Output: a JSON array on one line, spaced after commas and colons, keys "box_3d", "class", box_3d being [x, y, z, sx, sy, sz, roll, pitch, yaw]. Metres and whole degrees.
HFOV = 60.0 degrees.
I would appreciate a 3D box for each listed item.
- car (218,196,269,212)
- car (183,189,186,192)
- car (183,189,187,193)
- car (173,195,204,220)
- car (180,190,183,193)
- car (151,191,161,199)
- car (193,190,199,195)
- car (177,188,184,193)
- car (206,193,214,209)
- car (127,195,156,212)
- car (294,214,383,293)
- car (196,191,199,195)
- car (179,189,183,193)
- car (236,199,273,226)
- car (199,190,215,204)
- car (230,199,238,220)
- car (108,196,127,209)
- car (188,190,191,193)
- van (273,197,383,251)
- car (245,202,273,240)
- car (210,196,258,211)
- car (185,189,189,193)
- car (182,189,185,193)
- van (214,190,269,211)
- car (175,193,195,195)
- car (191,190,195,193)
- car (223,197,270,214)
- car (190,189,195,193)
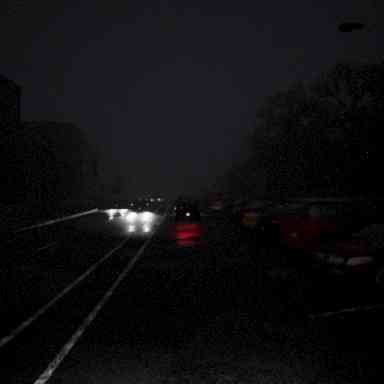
[{"box_3d": [4.831, 1.254, 26.280, 4.674, 1.452, 2.002, 0, 0, -22], "class": "car"}, {"box_3d": [1.175, 0.710, 79.691, 5.366, 1.575, 1.946, 0, 0, -26], "class": "car"}, {"box_3d": [1.314, 0.733, 76.654, 5.008, 1.535, 2.097, 0, 0, -26], "class": "car"}, {"box_3d": [-0.359, 1.251, 24.980, 1.837, 1.490, 4.892, 0, 0, -2], "class": "car"}, {"box_3d": [0.344, 0.667, 85.513, 5.008, 1.535, 2.097, 0, 0, -27], "class": "car"}, {"box_3d": [-7.980, 0.608, 74.481, 2.097, 1.767, 4.553, 0, 0, -6], "class": "car"}, {"box_3d": [3.154, 0.929, 55.926, 4.792, 1.488, 2.163, 0, 1, -24], "class": "car"}, {"box_3d": [-0.332, 0.348, 91.431, 5.566, 2.045, 2.435, 0, 1, -27], "class": "car"}, {"box_3d": [4.427, 1.140, 32.142, 5.366, 1.575, 1.946, 0, 1, -23], "class": "car"}, {"box_3d": [-5.063, 1.249, 33.823, 1.895, 1.301, 4.718, 0, 1, -3], "class": "car"}, {"box_3d": [5.254, 1.450, 8.499, 4.674, 1.452, 2.002, 1, 1, -21], "class": "car"}, {"box_3d": [3.618, 0.957, 50.009, 4.892, 1.521, 2.231, 0, 1, -24], "class": "car"}, {"box_3d": [0.010, 0.640, 88.463, 4.892, 1.521, 2.231, 0, 1, -27], "class": "car"}, {"box_3d": [5.271, 1.317, 17.479, 5.366, 1.575, 1.946, 1, 0, -22], "class": "car"}, {"box_3d": [4.186, 0.795, 41.129, 5.566, 2.045, 2.435, 1, 0, -23], "class": "car"}, {"box_3d": [5.012, 1.325, 20.381, 4.674, 1.452, 2.002, 1, 0, -22], "class": "car"}, {"box_3d": [-8.028, 1.180, 37.071, 1.994, 1.385, 4.181, 0, 1, -3], "class": "car"}, {"box_3d": [2.464, 0.824, 64.820, 5.008, 1.535, 2.097, 0, 1, -25], "class": "car"}, {"box_3d": [5.323, 1.156, 11.515, 4.442, 1.987, 1.878, 1, 0, -21], "class": "van"}, {"box_3d": [5.155, 1.350, 14.442, 5.008, 1.535, 2.097, 1, 0, -21], "class": "car"}, {"box_3d": [4.464, 1.151, 35.183, 4.674, 1.452, 2.002, 0, 1, -23], "class": "car"}, {"box_3d": [1.631, 0.756, 73.692, 5.008, 1.535, 2.097, 0, 1, -26], "class": "car"}, {"box_3d": [0.714, 0.564, 82.568, 4.553, 1.767, 2.185, 0, 1, -26], "class": "car"}, {"box_3d": [4.618, 0.952, 29.197, 4.442, 1.987, 1.878, 0, 1, -22], "class": "van"}, {"box_3d": [-1.100, 1.128, 41.217, 1.994, 1.385, 4.181, 0, 1, -3], "class": "car"}, {"box_3d": [2.946, 0.873, 58.902, 5.008, 1.535, 2.097, 0, 0, -25], "class": "car"}, {"box_3d": [4.910, 1.290, 23.327, 4.674, 1.452, 2.002, 0, 1, -22], "class": "car"}, {"box_3d": [2.679, 0.722, 61.853, 4.553, 1.767, 2.185, 0, 0, -25], "class": "car"}]
